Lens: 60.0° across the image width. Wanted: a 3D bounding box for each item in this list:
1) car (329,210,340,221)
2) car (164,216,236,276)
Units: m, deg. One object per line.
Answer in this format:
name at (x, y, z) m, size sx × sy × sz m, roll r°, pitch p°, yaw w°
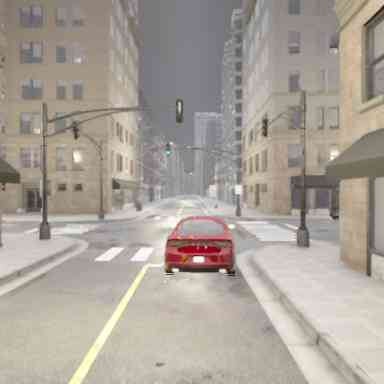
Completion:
car at (12.368, 1.552, 24.390) m, size 4.313 × 1.339 × 1.947 m, roll 0°, pitch 0°, yaw 0°
car at (0.337, 1.472, 10.455) m, size 1.882 × 1.535 × 5.008 m, roll 0°, pitch 0°, yaw 4°
